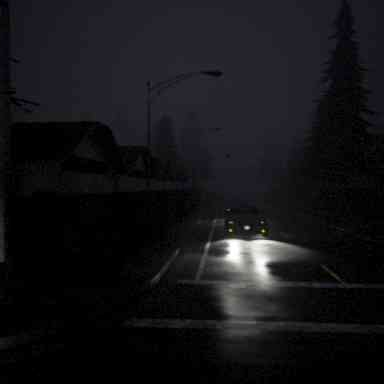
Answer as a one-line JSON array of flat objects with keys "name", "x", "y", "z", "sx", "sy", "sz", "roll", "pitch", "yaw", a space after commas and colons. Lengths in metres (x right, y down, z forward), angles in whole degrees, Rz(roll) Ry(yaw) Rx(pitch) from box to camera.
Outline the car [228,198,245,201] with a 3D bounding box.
[{"name": "car", "x": 3.652, "y": 1.211, "z": 27.031, "sx": 2.033, "sy": 1.411, "sz": 5.357, "roll": 0, "pitch": 1, "yaw": 6}]

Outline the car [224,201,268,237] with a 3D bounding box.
[{"name": "car", "x": 2.625, "y": 1.371, "z": 16.707, "sx": 1.994, "sy": 1.385, "sz": 4.181, "roll": 0, "pitch": 1, "yaw": 6}]
